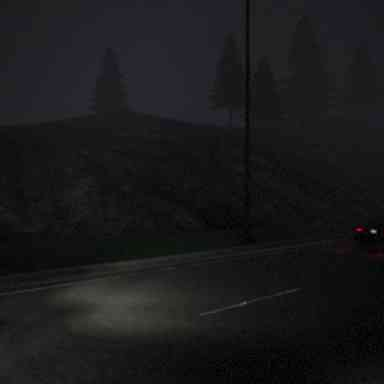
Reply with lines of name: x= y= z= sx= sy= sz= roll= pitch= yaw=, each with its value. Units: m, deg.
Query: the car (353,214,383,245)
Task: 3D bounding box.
car: x=9.280 y=1.645 z=14.739 sx=5.357 sy=1.411 sz=2.033 roll=0 pitch=0 yaw=-36
